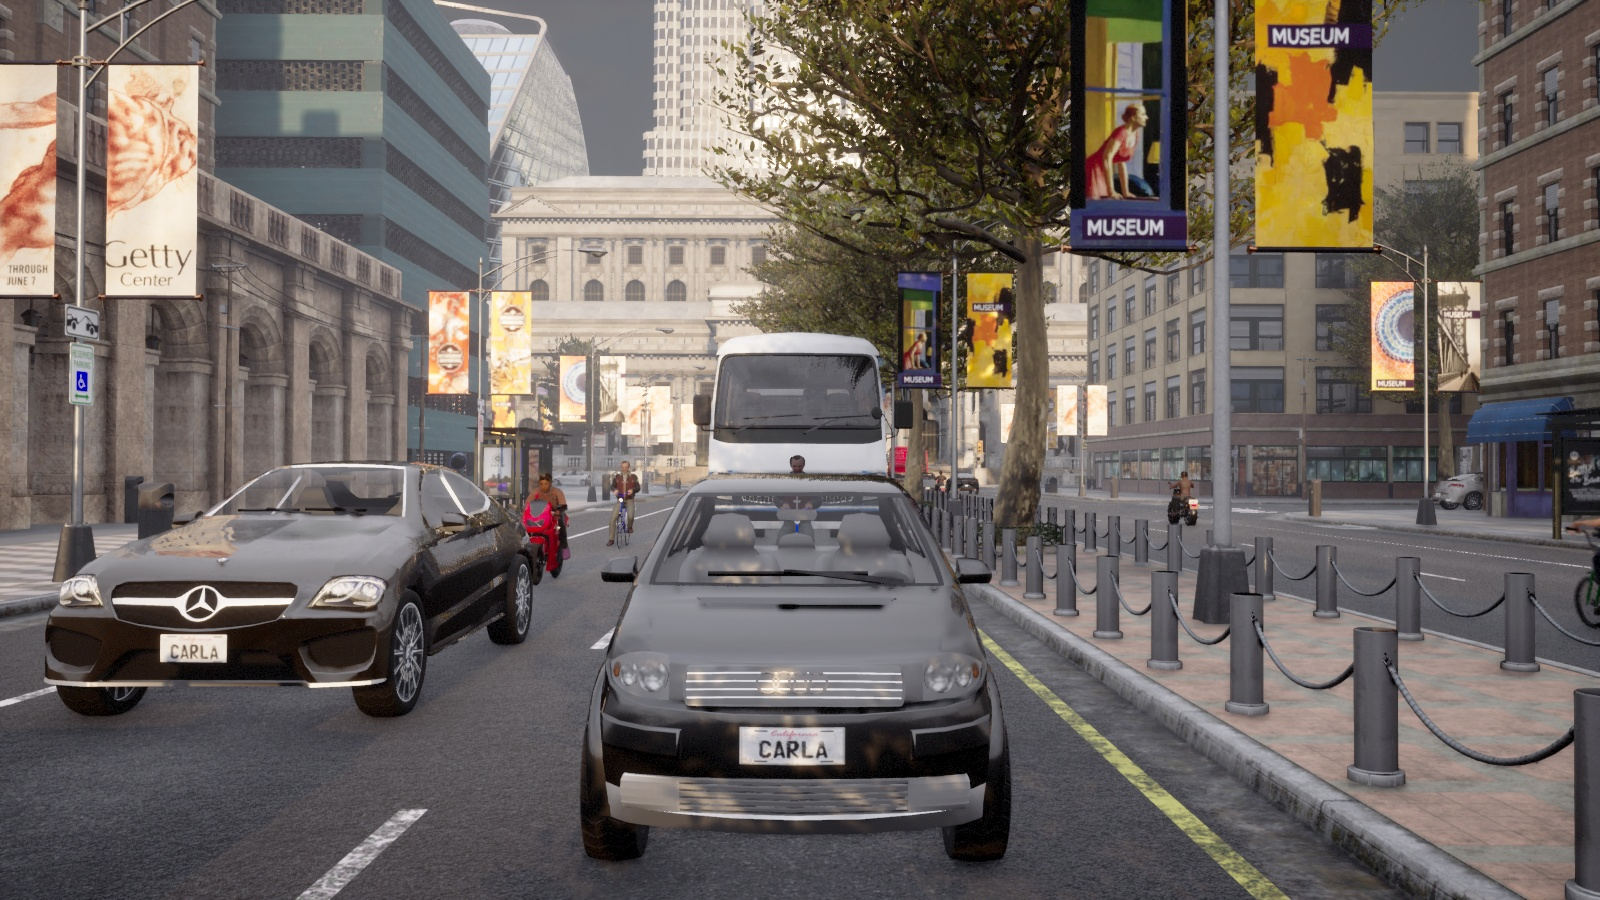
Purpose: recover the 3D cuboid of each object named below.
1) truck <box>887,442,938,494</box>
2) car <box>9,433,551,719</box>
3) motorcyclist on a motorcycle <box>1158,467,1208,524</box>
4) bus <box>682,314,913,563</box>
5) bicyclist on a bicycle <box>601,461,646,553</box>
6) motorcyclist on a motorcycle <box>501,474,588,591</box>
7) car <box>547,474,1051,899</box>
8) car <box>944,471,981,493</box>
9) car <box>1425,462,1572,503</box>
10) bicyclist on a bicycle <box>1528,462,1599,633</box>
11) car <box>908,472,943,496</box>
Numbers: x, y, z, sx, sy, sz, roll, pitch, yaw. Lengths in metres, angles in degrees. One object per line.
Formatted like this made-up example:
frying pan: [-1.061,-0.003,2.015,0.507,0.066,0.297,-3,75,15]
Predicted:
truck: [7.820,1.282,88.391,2.891,3.462,7.936,0,-1,0]
car: [-3.517,0.772,9.806,2.152,1.651,5.027,0,-1,0]
motorcyclist on a motorcycle: [11.436,1.348,37.550,0.766,1.649,2.350,0,-1,0]
bus: [-0.050,-0.115,26.671,3.944,4.253,10.273,0,-1,0]
bicyclist on a bicycle: [-3.543,1.123,25.292,0.659,1.776,1.843,0,-1,0]
motorcyclist on a motorcycle: [-3.530,1.105,17.513,0.797,1.523,2.044,0,-1,0]
car: [-0.010,0.899,6.324,1.789,1.549,3.705,0,-1,0]
car: [11.302,2.213,87.519,1.882,1.535,5.008,0,-1,0]
car: [29.564,1.367,53.286,5.027,1.651,2.152,0,-1,-1]
bicyclist on a bicycle: [7.980,0.924,12.237,0.866,1.612,1.509,0,-1,0]
car: [7.865,2.123,79.165,1.845,1.501,3.633,0,-1,0]
